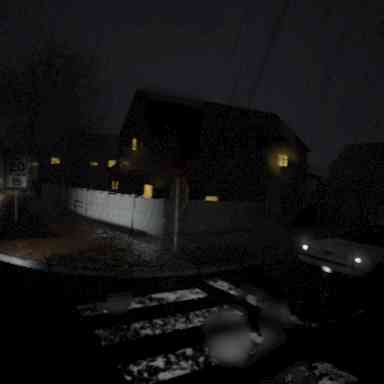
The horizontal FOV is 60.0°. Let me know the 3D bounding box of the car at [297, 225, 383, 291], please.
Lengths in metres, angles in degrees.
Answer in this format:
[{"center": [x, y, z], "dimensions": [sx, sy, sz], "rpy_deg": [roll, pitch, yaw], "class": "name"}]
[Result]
[{"center": [5.142, 1.633, 9.241], "dimensions": [4.718, 1.301, 1.895], "rpy_deg": [2, 3, -33], "class": "car"}]
